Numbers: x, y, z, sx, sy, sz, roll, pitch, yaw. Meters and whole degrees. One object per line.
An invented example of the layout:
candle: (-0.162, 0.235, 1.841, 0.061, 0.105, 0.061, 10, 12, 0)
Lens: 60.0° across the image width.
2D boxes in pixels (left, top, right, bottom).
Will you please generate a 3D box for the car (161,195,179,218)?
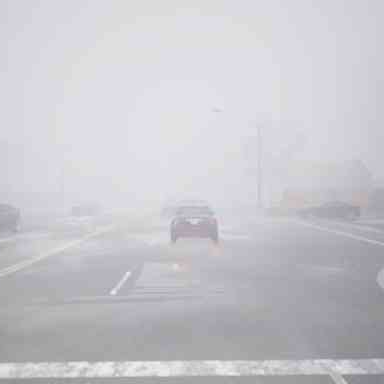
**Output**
car: (-0.422, 1.367, 28.716, 4.553, 1.767, 2.097, 0, 0, 22)

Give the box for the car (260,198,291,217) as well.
car: (8.654, 1.369, 30.764, 4.553, 1.767, 2.097, 0, 0, -1)

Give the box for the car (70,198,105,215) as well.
car: (-10.600, 1.619, 33.486, 1.895, 1.301, 4.718, 0, 0, 0)

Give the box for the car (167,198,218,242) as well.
car: (0.100, 1.361, 16.512, 2.097, 1.767, 4.553, 0, 0, 0)

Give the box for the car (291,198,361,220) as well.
car: (11.111, 1.492, 27.288, 5.008, 1.535, 1.882, 0, 0, -1)

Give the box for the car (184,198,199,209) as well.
car: (-0.029, 1.573, 48.386, 2.033, 1.411, 5.357, 0, 0, 2)

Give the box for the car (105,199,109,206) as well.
car: (-14.083, 1.628, 50.441, 1.895, 1.301, 4.718, 0, 0, 0)

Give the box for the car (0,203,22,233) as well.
car: (-10.600, 1.361, 16.796, 2.097, 1.767, 4.553, 0, 0, 0)

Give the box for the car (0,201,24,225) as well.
car: (-14.100, 1.490, 23.555, 1.882, 1.535, 5.008, 0, 0, 0)

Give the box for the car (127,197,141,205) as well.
car: (-10.514, 1.580, 60.611, 2.033, 1.411, 5.357, 0, 0, 0)

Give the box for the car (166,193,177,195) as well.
car: (-3.416, 1.252, 56.680, 2.150, 2.045, 5.566, 0, 0, 0)
